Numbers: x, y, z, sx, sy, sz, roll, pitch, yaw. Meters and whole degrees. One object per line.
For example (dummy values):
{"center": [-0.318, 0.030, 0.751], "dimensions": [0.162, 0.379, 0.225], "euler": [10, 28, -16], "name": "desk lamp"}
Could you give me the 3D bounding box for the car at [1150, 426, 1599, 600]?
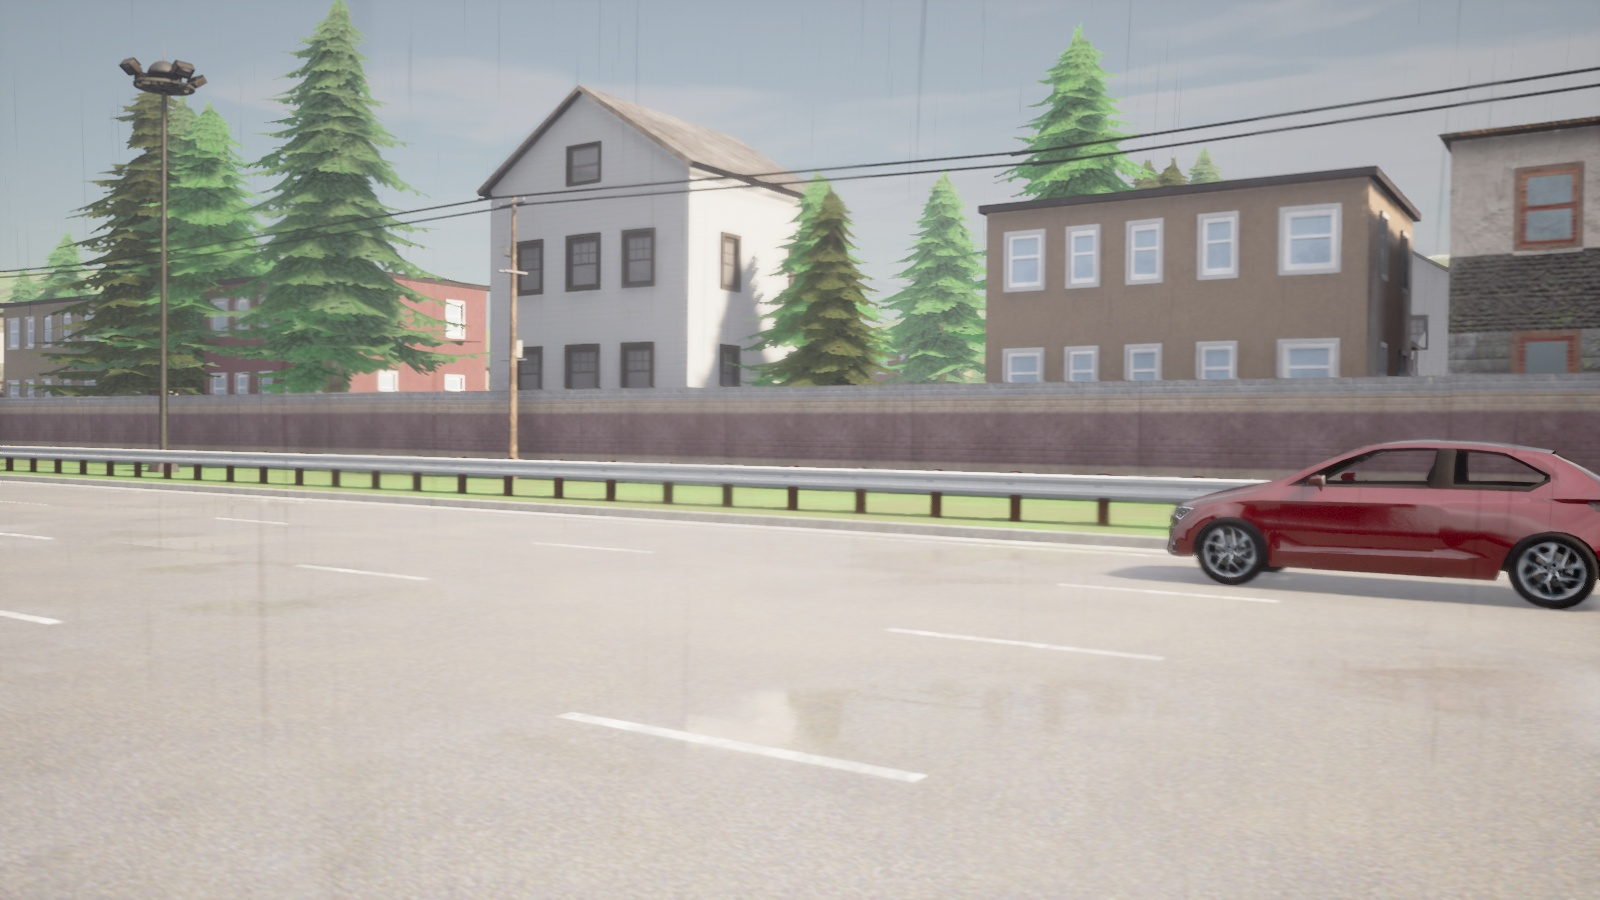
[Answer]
{"center": [5.814, 0.524, 12.366], "dimensions": [4.193, 1.474, 1.816], "euler": [0, 1, 34], "name": "car"}
